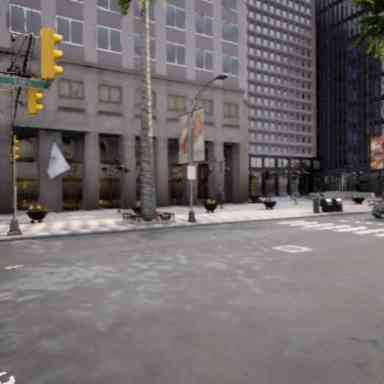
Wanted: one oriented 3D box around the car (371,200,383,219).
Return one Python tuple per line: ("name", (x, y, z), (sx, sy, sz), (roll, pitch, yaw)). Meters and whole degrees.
("car", (14.015, 0.874, 22.027), (4.553, 1.767, 2.097), (-1, 1, -30))
